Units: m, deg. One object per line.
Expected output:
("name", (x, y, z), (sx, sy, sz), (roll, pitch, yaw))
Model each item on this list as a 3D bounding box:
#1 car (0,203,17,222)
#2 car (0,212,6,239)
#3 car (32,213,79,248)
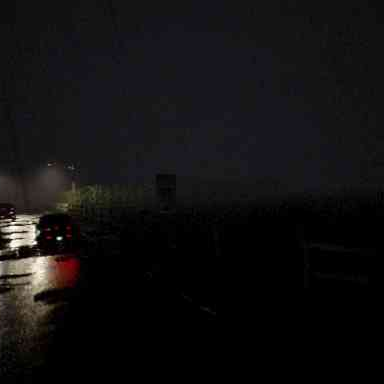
("car", (-20.276, 2.247, 36.073), (2.150, 2.045, 5.566), (-3, 0, -26))
("car", (-11.558, 2.106, 18.278), (1.812, 1.442, 4.674), (-3, 0, -27))
("car", (-6.960, 1.862, 16.972), (1.837, 1.490, 4.892), (-3, 0, -26))
